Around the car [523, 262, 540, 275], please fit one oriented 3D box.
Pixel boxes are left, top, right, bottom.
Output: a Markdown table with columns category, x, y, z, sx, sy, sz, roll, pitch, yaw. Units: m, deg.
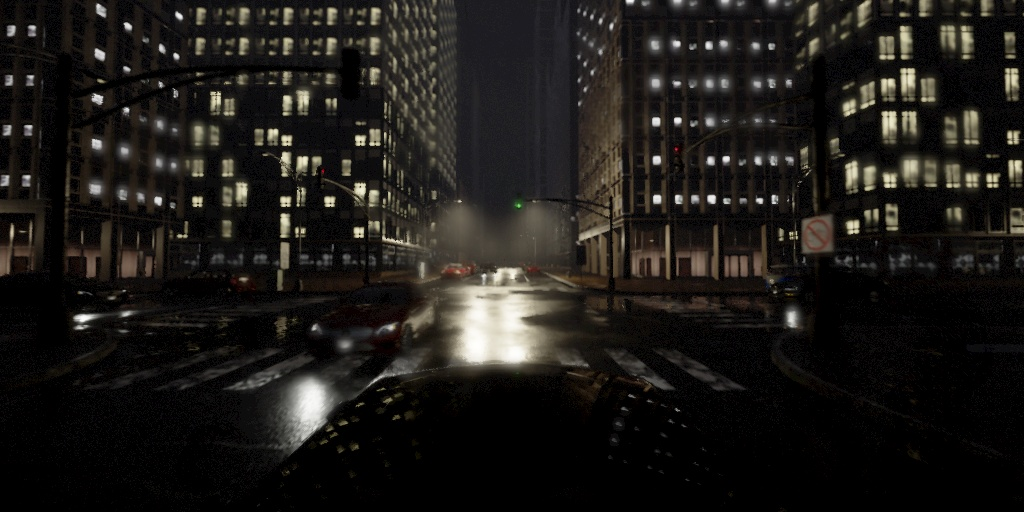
| category | x | y | z | sx | sy | sz | roll | pitch | yaw |
| --- | --- | --- | --- | --- | --- | --- | --- | --- | --- |
| car | 2.693 | 1.747 | 46.138 | 1.802 | 1.307 | 4.207 | 0 | 0 | 0 |

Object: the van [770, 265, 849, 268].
| category | x | y | z | sx | sy | sz | roll | pitch | yaw |
| --- | --- | --- | --- | --- | --- | --- | --- | --- | --- |
| van | 15.982 | 1.369 | 19.415 | 3.998 | 1.789 | 1.690 | 0 | 0 | 0 |

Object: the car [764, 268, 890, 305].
| category | x | y | z | sx | sy | sz | roll | pitch | yaw |
| --- | --- | --- | --- | --- | --- | --- | --- | --- | --- |
| car | 14.760 | 1.457 | 16.855 | 4.892 | 1.490 | 1.837 | 0 | -2 | -1 |

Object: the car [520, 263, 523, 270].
| category | x | y | z | sx | sy | sz | roll | pitch | yaw |
| --- | --- | --- | --- | --- | --- | --- | --- | --- | --- |
| car | 2.694 | 1.795 | 57.463 | 1.751 | 1.417 | 4.829 | 0 | 0 | 0 |

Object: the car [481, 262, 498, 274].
| category | x | y | z | sx | sy | sz | roll | pitch | yaw |
| --- | --- | --- | --- | --- | --- | --- | --- | --- | --- |
| car | -2.998 | 1.676 | 49.047 | 1.837 | 1.490 | 4.892 | 0 | 0 | 0 |

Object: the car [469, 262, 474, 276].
| category | x | y | z | sx | sy | sz | roll | pitch | yaw |
| --- | --- | --- | --- | --- | --- | --- | --- | --- | --- |
| car | -5.688 | 1.694 | 40.502 | 1.802 | 1.307 | 4.207 | 0 | 0 | 0 |

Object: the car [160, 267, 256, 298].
| category | x | y | z | sx | sy | sz | roll | pitch | yaw |
| --- | --- | --- | --- | --- | --- | --- | --- | --- | --- |
| car | -16.491 | 1.413 | 19.491 | 4.097 | 1.591 | 1.967 | 0 | 0 | 0 |

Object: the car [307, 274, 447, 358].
| category | x | y | z | sx | sy | sz | roll | pitch | yaw |
| --- | --- | --- | --- | --- | --- | --- | --- | --- | --- |
| car | -3.000 | 1.343 | 8.772 | 1.812 | 1.442 | 4.674 | 0 | -1 | 0 |

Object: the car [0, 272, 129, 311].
| category | x | y | z | sx | sy | sz | roll | pitch | yaw |
| --- | --- | --- | --- | --- | --- | --- | --- | --- | --- |
| car | -17.619 | 1.332 | 13.726 | 4.674 | 1.442 | 1.812 | 0 | -2 | 0 |

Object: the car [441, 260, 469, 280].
| category | x | y | z | sx | sy | sz | roll | pitch | yaw |
| --- | --- | --- | --- | --- | --- | --- | --- | --- | --- |
| car | -5.688 | 1.500 | 34.927 | 1.967 | 1.591 | 4.097 | 0 | 0 | 0 |

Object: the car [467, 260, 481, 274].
| category | x | y | z | sx | sy | sz | roll | pitch | yaw |
| --- | --- | --- | --- | --- | --- | --- | --- | --- | --- |
| car | -5.688 | 1.479 | 46.077 | 2.192 | 1.841 | 5.009 | 0 | 0 | 0 |
